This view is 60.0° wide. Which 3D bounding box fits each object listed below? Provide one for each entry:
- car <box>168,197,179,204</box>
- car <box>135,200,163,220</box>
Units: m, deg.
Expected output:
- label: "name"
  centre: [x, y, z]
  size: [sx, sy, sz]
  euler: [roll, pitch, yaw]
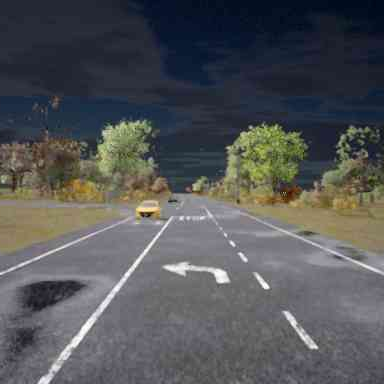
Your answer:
- label: "car"
  centre: [-3.537, 1.584, 63.472]
  size: [1.895, 1.301, 4.718]
  euler: [0, 0, 0]
- label: "car"
  centre: [-3.486, 1.475, 27.706]
  size: [1.882, 1.535, 5.008]
  euler: [0, 0, 0]
